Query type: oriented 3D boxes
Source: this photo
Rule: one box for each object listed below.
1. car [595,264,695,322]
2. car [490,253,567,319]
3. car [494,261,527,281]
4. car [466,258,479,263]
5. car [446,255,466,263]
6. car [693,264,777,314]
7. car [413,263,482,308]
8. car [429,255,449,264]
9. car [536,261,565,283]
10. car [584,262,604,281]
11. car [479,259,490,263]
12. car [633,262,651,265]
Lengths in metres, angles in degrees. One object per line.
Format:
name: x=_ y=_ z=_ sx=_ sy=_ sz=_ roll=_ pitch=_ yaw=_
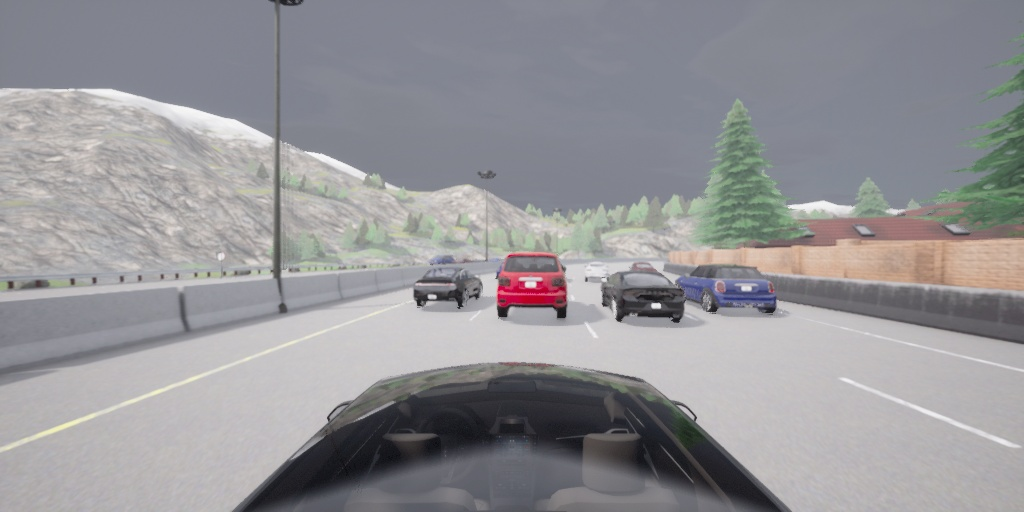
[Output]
car: x=4.234 y=1.210 z=12.339 sx=1.882 sy=1.535 sz=5.008 roll=0 pitch=0 yaw=6
car: x=0.766 y=0.941 z=12.803 sx=2.150 sy=2.045 sz=5.566 roll=0 pitch=-1 yaw=5
car: x=-0.056 y=1.211 z=30.226 sx=1.812 sy=1.442 sz=4.674 roll=0 pitch=0 yaw=12
car: x=-5.517 y=1.172 z=60.771 sx=1.994 sy=1.385 sz=4.181 roll=0 pitch=0 yaw=22
car: x=-8.772 y=1.078 z=62.069 sx=1.882 sy=1.535 sz=5.008 roll=0 pitch=0 yaw=22
car: x=7.941 y=1.086 z=13.879 sx=2.097 sy=1.767 sz=4.553 roll=0 pitch=0 yaw=7
car: x=-2.503 y=1.209 z=14.947 sx=2.128 sy=1.511 sz=4.902 roll=0 pitch=0 yaw=7
car: x=-12.275 y=0.814 z=62.782 sx=2.150 sy=2.045 sz=5.566 roll=0 pitch=0 yaw=22
car: x=3.222 y=1.200 z=28.827 sx=1.837 sy=1.490 sz=4.892 roll=0 pitch=1 yaw=12
car: x=6.873 y=1.224 z=29.186 sx=1.812 sy=1.442 sz=4.674 roll=0 pitch=0 yaw=12
car: x=-2.887 y=1.096 z=57.920 sx=1.882 sy=1.535 sz=5.008 roll=0 pitch=0 yaw=22
car: x=10.343 y=1.230 z=28.666 sx=1.812 sy=1.442 sz=4.674 roll=0 pitch=0 yaw=12
